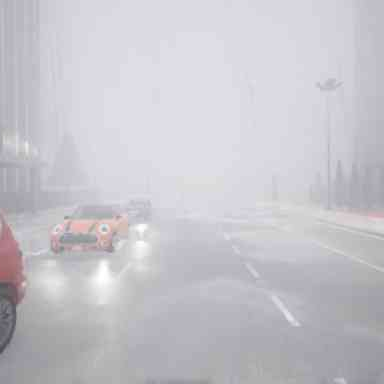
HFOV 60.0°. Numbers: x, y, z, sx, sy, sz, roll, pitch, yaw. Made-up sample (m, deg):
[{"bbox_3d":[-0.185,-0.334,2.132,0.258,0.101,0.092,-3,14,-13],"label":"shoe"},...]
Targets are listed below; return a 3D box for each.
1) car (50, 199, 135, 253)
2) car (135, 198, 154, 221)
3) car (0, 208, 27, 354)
[{"bbox_3d":[-3.758,1.235,13.064,2.097,1.767,4.553,0,1,-1],"label":"car"},{"bbox_3d":[-3.893,1.250,24.467,2.128,1.511,4.902,0,1,-1],"label":"car"},{"bbox_3d":[-3.626,1.213,2.951,2.150,2.045,5.566,0,1,-1],"label":"car"}]
